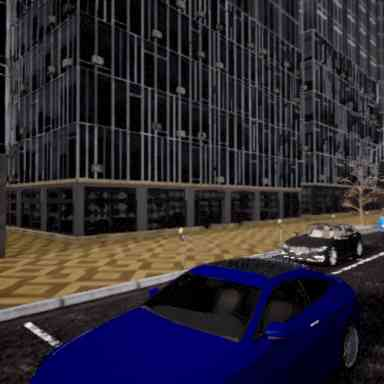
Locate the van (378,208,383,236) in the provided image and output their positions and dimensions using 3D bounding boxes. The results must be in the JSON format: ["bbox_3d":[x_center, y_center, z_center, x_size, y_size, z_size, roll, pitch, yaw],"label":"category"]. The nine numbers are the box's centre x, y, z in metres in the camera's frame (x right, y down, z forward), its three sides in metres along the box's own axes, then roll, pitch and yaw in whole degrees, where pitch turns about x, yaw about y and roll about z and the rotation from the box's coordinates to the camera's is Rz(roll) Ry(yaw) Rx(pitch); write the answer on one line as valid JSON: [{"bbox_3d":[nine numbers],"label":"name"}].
[{"bbox_3d":[12.971,1.786,20.710,1.690,1.788,3.998,-1,-2,44],"label":"van"}]

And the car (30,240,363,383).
[{"bbox_3d":[0.537,1.626,4.055,1.812,1.442,4.674,-2,-2,44],"label":"car"}]

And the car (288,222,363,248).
[{"bbox_3d":[5.037,1.837,12.542,2.008,1.369,4.403,-1,-2,44],"label":"car"}]
